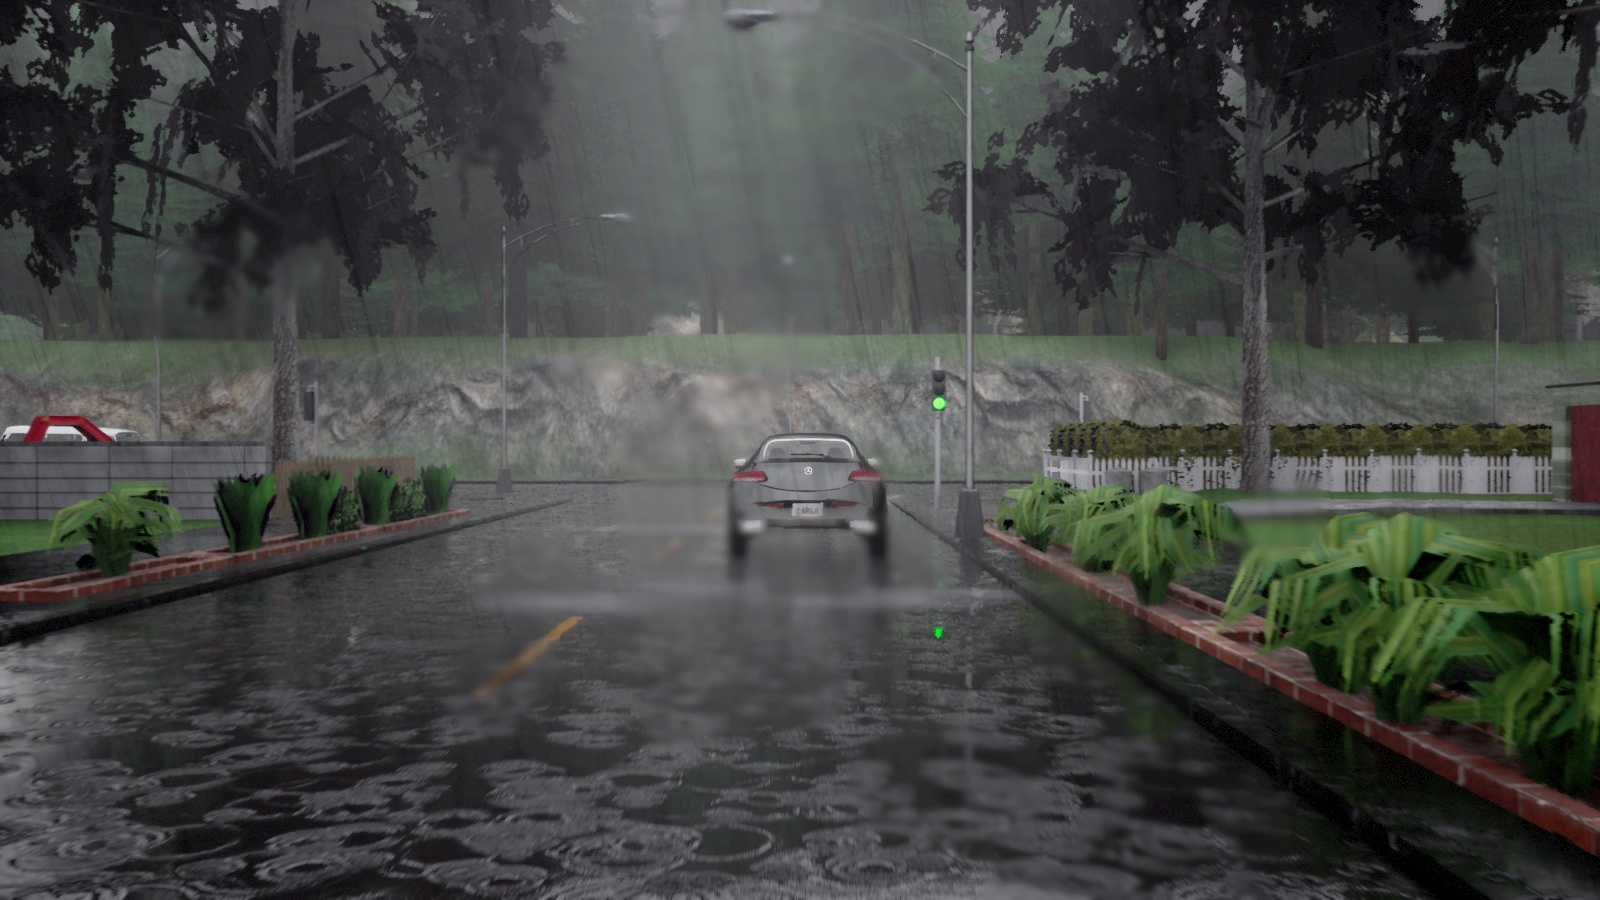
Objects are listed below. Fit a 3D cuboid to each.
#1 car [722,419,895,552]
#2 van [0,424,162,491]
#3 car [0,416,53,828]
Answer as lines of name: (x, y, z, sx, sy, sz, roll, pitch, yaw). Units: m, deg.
car: (0.118, 0.423, 18.076, 2.152, 1.651, 5.027, 0, 0, 0)
van: (-23.069, 0.220, 39.964, 4.480, 2.038, 2.069, 1, 0, 0)
car: (-3.971, 0.668, 2.458, 1.801, 1.575, 5.366, 0, 0, 0)
